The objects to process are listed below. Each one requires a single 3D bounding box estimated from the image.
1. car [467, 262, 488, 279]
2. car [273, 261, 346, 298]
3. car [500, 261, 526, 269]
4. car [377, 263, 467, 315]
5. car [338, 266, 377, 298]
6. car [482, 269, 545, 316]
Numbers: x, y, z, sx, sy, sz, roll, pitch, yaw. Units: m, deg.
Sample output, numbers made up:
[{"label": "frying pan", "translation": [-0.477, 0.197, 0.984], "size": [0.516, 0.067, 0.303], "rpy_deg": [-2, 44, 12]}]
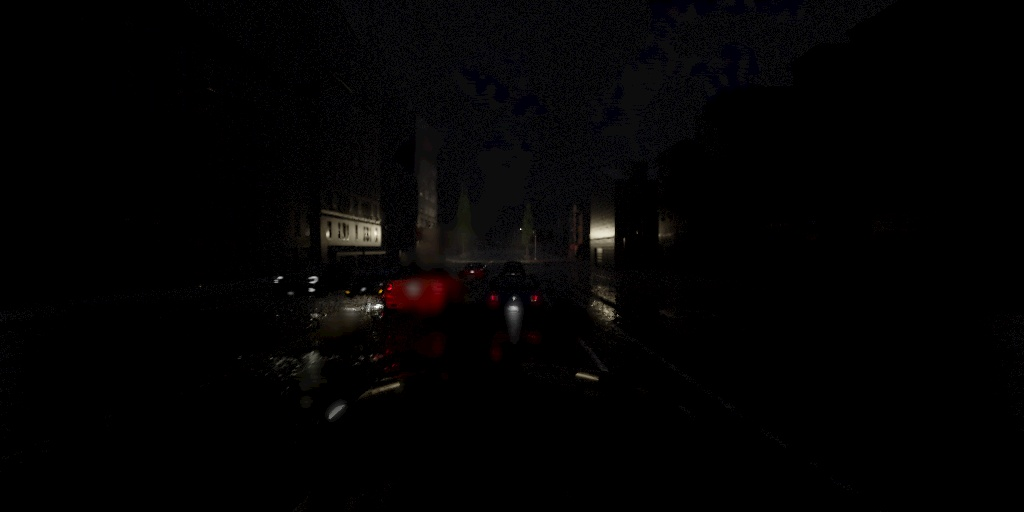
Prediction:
[{"label": "car", "translation": [-3.160, 1.231, 30.630], "size": [1.994, 1.385, 4.181], "rpy_deg": [0, 0, 0]}, {"label": "car", "translation": [-9.852, 1.072, 18.200], "size": [2.097, 1.767, 4.553], "rpy_deg": [0, 0, 0]}, {"label": "car", "translation": [0.090, 1.174, 30.125], "size": [1.837, 1.490, 4.892], "rpy_deg": [0, 0, 0]}, {"label": "car", "translation": [-3.162, 1.083, 13.662], "size": [2.097, 1.767, 4.553], "rpy_deg": [0, 0, 0]}, {"label": "car", "translation": [-6.603, 1.285, 17.937], "size": [1.994, 1.385, 4.181], "rpy_deg": [0, 0, 0]}, {"label": "car", "translation": [0.091, 1.333, 13.317], "size": [1.895, 1.301, 4.718], "rpy_deg": [0, 0, 0]}]
